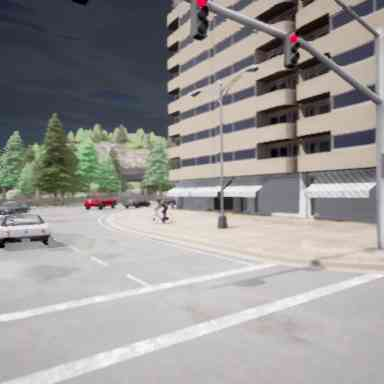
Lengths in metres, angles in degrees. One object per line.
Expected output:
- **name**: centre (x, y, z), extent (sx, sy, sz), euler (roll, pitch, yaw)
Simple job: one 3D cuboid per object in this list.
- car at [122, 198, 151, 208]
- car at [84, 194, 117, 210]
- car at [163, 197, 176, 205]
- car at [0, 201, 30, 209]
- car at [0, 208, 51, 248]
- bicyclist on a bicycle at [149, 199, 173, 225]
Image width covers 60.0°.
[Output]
- **car**: centre (-7.723, 1.548, 46.866), extent (2.033, 1.411, 5.357), euler (-1, 0, 21)
- **car**: centre (-12.150, 1.285, 44.400), extent (2.150, 2.045, 5.566), euler (-1, 0, 15)
- **car**: centre (-2.539, 1.519, 56.178), extent (1.895, 1.301, 4.718), euler (-1, 0, 41)
- **car**: centre (-16.863, 1.650, 31.249), extent (1.837, 1.490, 4.892), euler (-1, 0, -4)
- **car**: centre (-7.767, 1.650, 15.193), extent (1.895, 1.301, 4.718), euler (-1, 0, -31)
- **bicyclist on a bicycle**: centre (-1.988, 1.264, 21.333), extent (1.656, 1.620, 0.582), euler (-1, 0, -28)
